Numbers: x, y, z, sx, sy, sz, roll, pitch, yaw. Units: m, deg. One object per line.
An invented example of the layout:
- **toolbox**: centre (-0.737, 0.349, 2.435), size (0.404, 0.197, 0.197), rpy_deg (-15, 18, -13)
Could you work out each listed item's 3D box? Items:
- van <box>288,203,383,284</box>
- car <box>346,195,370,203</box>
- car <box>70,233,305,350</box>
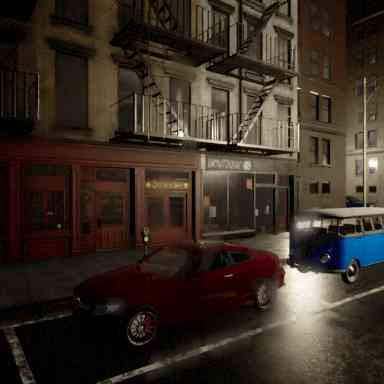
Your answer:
- **van**: centre (4.386, 1.341, 9.281), size (3.998, 1.788, 1.690), rpy_deg (0, 0, -35)
- **car**: centre (15.206, 1.316, 32.865), size (2.150, 2.045, 5.566), rpy_deg (0, 0, -35)
- **car**: centre (-0.029, 1.582, 6.160), size (4.206, 1.307, 1.802), rpy_deg (0, 0, -35)
